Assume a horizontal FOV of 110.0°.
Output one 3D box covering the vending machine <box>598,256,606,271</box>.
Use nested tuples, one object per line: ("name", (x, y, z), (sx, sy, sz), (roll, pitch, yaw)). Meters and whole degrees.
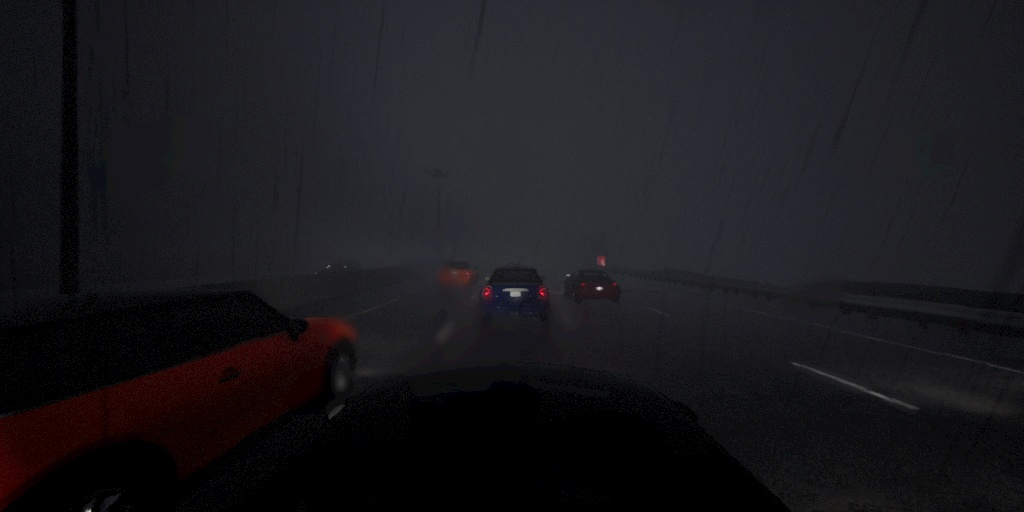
("vending machine", (12.008, 0.928, 48.071), (1.100, 2.100, 0.880), (0, 0, 0))

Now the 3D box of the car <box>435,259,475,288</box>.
("car", (-3.397, 1.094, 23.595), (2.097, 1.767, 4.553), (0, 0, 0))

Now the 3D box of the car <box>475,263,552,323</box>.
("car", (0.102, 1.098, 12.241), (2.097, 1.767, 4.553), (0, 0, 0))

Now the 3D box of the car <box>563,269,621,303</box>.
("car", (3.603, 1.308, 16.785), (1.994, 1.385, 4.181), (0, 0, 0))

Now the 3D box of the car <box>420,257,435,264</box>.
("car", (-14.012, 1.228, 62.212), (1.837, 1.490, 4.892), (0, 1, 0))

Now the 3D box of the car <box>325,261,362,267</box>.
("car", (-14.093, 1.342, 29.144), (1.895, 1.301, 4.718), (0, 0, 0))

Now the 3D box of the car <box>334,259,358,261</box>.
("car", (-17.585, 1.089, 37.787), (2.097, 1.767, 4.553), (0, 0, 0))

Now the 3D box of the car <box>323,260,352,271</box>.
("car", (-24.561, 1.297, 50.531), (1.994, 1.385, 4.181), (0, 0, 0))

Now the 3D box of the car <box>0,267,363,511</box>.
("car", (-3.401, 1.102, 3.624), (2.097, 1.767, 4.553), (0, 0, 0))
